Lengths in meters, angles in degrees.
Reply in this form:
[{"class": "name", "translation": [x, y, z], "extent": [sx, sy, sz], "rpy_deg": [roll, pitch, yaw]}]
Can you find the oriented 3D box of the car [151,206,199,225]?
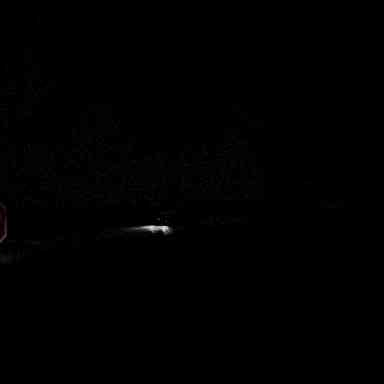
[{"class": "car", "translation": [-1.288, 1.817, 26.032], "extent": [1.994, 1.385, 4.181], "rpy_deg": [-3, -2, 36]}]
